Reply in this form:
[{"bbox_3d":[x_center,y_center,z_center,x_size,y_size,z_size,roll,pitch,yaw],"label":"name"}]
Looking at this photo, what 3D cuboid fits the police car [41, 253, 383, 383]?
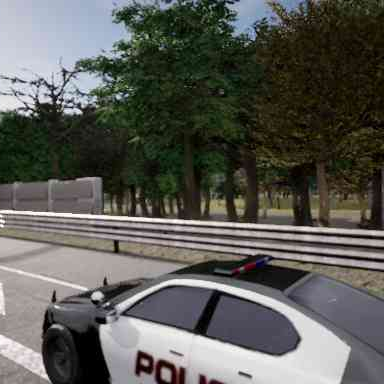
[{"bbox_3d":[0.251,1.516,3.693,4.974,1.542,2.038,0,0,36],"label":"police car"}]
